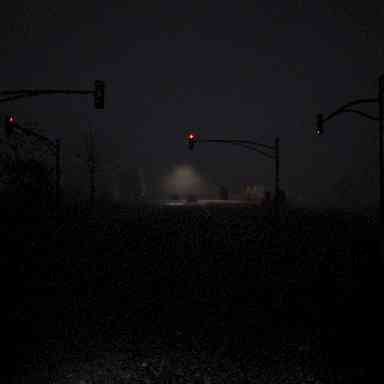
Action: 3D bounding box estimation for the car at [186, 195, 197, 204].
[{"bbox_3d":[-0.059,1.424,67.960,2.097,1.767,4.553,0,0,0],"label":"car"}]

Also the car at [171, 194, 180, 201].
[{"bbox_3d":[-3.564,1.195,72.162,1.837,1.490,4.892,0,0,0],"label":"car"}]

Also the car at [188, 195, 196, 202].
[{"bbox_3d":[-0.068,1.425,77.995,1.837,1.490,4.892,0,0,0],"label":"car"}]
